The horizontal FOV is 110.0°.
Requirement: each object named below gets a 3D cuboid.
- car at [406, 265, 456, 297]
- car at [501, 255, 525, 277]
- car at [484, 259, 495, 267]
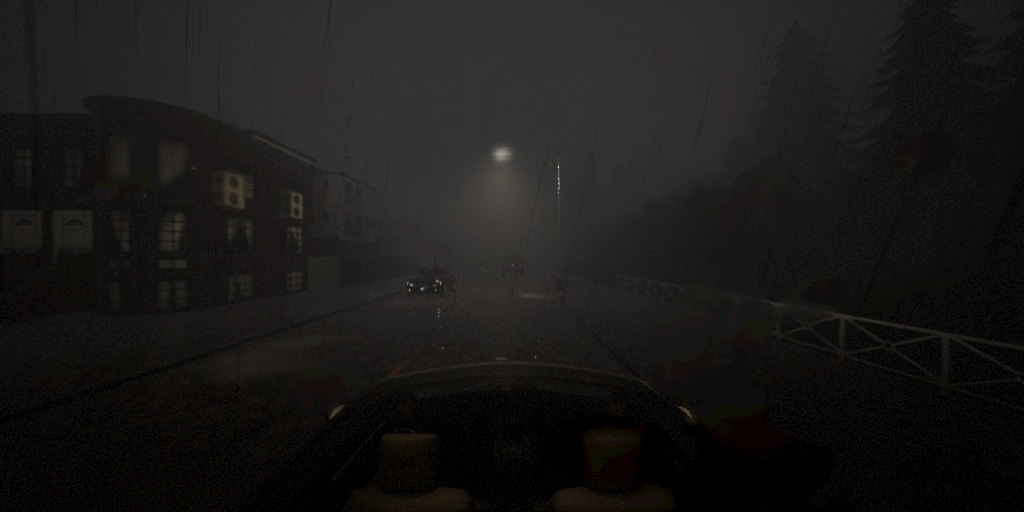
[{"bbox_3d":[-4.107,1.246,18.796,1.837,1.490,4.892,0,0,0],"label":"car"},{"bbox_3d":[0.086,0.957,35.972,2.150,2.045,5.566,0,0,0],"label":"car"},{"bbox_3d":[-4.035,1.214,64.687,2.128,1.511,4.902,0,0,1],"label":"car"}]
